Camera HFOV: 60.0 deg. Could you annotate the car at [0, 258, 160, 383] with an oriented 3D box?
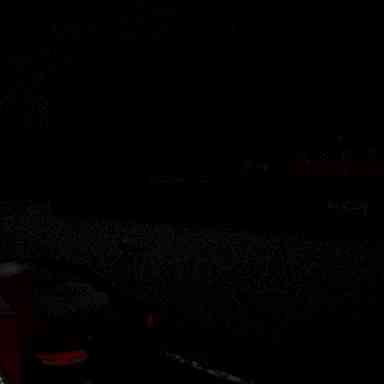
[{"bbox_3d":[-2.305,1.573,4.458,4.206,1.307,1.802,0,1,36],"label":"car"}]
